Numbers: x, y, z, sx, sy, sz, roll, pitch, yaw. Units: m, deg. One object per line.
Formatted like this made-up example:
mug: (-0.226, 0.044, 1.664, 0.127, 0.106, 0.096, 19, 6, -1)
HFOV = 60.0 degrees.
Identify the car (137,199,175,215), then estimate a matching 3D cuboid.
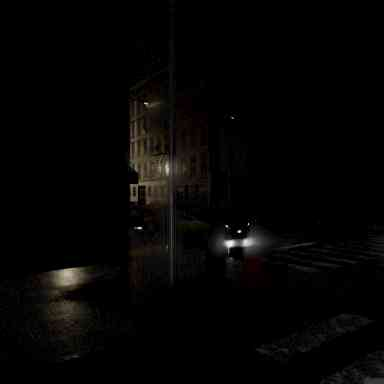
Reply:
car: (-3.868, 1.529, 34.831, 1.752, 1.417, 4.829, 0, 0, -35)

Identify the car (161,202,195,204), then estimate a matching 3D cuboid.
car: (-0.629, 1.566, 30.284, 1.947, 1.339, 4.313, 0, 0, -35)

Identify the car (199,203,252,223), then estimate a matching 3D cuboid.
car: (2.510, 1.578, 25.875, 1.802, 1.307, 4.206, 0, 0, -35)

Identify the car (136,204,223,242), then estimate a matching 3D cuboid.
car: (-0.794, 1.555, 16.679, 1.752, 1.417, 4.829, 0, 0, -35)

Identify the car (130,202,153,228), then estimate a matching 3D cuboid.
car: (-4.032, 1.585, 21.227, 2.008, 1.369, 4.403, 0, 0, -35)

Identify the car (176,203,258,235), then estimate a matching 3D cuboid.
car: (0.930, 1.565, 18.678, 2.033, 1.411, 5.357, 0, 0, -32)

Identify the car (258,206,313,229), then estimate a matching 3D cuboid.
car: (5.650, 1.558, 21.466, 1.947, 1.339, 4.313, 0, 0, -35)

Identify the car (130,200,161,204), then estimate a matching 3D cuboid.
car: (-4.826, 1.517, 26.719, 2.128, 1.511, 4.902, 0, 0, -35)
